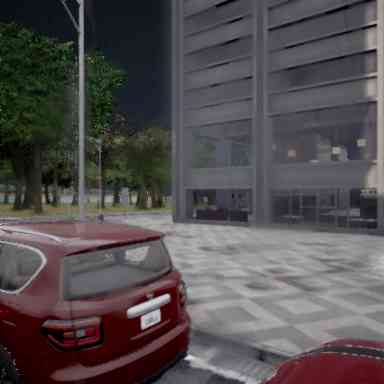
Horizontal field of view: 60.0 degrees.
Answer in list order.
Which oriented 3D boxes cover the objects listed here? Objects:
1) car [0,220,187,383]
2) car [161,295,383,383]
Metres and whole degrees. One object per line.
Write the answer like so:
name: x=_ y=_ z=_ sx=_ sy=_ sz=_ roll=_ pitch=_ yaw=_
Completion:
car: x=-2.346 y=1.325 z=4.633 sx=5.009 sy=1.841 sz=2.192 roll=0 pitch=0 yaw=35
car: x=2.083 y=1.438 z=1.477 sx=4.097 sy=1.590 sz=1.967 roll=0 pitch=0 yaw=35
